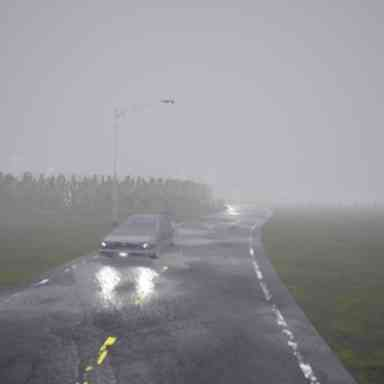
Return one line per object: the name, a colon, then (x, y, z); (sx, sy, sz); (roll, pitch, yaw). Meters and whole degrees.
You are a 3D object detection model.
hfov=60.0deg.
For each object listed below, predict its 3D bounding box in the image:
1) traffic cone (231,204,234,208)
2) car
traffic cone: (6.957, 2.372, 57.165); (0.340, 0.580, 0.340); (0, 0, 5)
car: (-1.825, 1.604, 13.117); (2.033, 1.411, 5.357); (0, 0, 8)
